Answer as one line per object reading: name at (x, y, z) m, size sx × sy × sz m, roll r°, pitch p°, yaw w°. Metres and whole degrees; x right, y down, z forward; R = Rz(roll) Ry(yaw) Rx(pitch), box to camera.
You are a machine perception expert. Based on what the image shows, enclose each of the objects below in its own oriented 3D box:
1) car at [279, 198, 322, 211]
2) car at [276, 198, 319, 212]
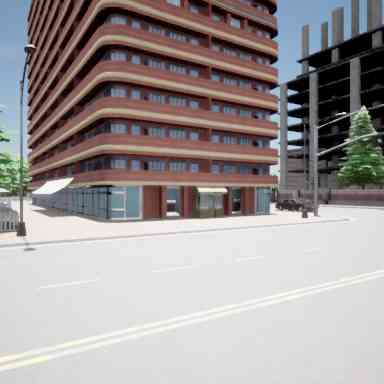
car at (13.548, 1.491, 41.705) m, size 2.128 × 1.511 × 4.902 m, roll 0°, pitch 0°, yaw -33°
car at (11.789, 1.505, 37.954) m, size 1.837 × 1.490 × 4.892 m, roll 0°, pitch 0°, yaw -32°
